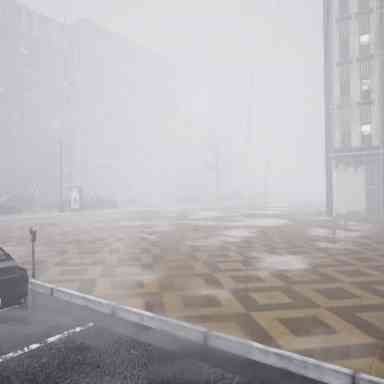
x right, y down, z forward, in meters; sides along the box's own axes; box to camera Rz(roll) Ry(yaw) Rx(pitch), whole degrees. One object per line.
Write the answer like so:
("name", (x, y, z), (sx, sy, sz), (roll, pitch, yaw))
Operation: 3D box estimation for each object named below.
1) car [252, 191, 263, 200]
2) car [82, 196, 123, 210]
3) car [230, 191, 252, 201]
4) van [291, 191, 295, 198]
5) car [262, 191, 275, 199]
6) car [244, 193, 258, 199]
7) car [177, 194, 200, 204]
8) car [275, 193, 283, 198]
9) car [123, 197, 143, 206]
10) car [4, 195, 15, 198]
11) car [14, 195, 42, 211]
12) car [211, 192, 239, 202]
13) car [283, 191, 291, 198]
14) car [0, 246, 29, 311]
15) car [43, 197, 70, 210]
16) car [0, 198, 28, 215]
("car", (12.447, 1.046, 68.613), (1.802, 1.307, 4.206), (-1, 0, 36))
("car", (-10.235, 1.186, 37.266), (1.967, 1.590, 4.097), (-1, 0, 36))
("car", (9.207, 1.048, 64.135), (1.887, 1.381, 4.507), (-1, 0, 36))
("van", (25.406, 0.654, 86.526), (1.690, 1.788, 3.998), (-1, 0, 36))
("car", (15.685, 0.740, 73.091), (2.192, 1.841, 5.009), (-1, 0, 36))
("car", (15.380, 1.040, 86.961), (1.947, 1.339, 4.313), (-1, 0, 36))
("car", (-0.515, 1.062, 50.700), (1.967, 1.590, 4.097), (-1, 0, 36))
("car", (18.927, 0.938, 77.569), (2.008, 1.369, 4.403), (-1, 0, 36))
("car", (-9.405, 1.361, 48.290), (1.895, 1.301, 4.718), (-1, 0, 36))
("car", (-20.675, 1.385, 32.710), (1.882, 1.535, 5.008), (-1, 0, 37))
("car", (-20.265, 1.228, 37.701), (2.192, 1.841, 5.009), (-1, 0, 36))
("car", (5.967, 1.093, 59.657), (2.008, 1.369, 4.403), (-1, 0, 36))
("car", (22.168, 0.932, 82.048), (1.802, 1.307, 4.206), (-1, 0, 36))
("car", (-4.945, 1.553, 6.570), (4.403, 1.369, 2.008), (0, -1, 35))
("car", (-15.112, 1.360, 40.406), (1.812, 1.442, 4.674), (-1, 0, 36))
("car", (-16.714, 1.413, 28.309), (1.802, 1.307, 4.206), (-1, 0, 36))
